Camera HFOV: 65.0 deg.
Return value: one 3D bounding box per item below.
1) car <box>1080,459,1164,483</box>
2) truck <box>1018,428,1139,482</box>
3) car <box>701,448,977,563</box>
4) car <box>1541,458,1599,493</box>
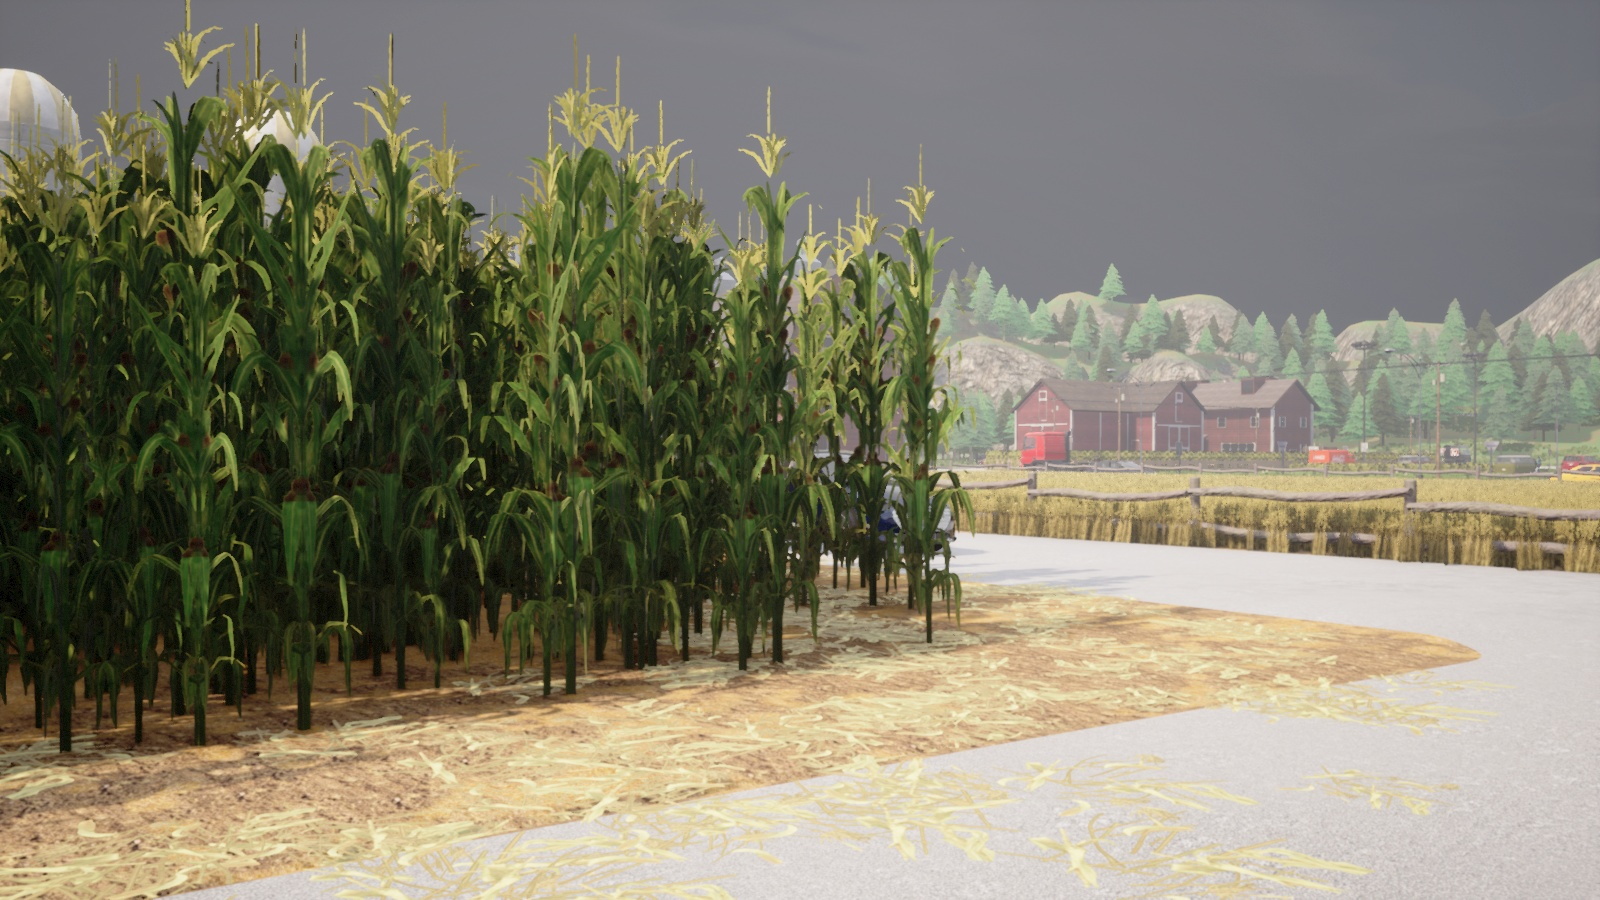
[{"bbox_3d":[20.028,1.282,78.303,2.163,1.488,4.792,0,0,-35],"label":"car"},{"bbox_3d":[18.710,0.321,84.804,2.891,3.462,7.936,0,0,-38],"label":"truck"},{"bbox_3d":[0.489,0.797,20.583,2.033,1.649,4.856,0,0,-35],"label":"car"},{"bbox_3d":[36.017,1.133,56.056,1.801,1.575,5.366,0,0,-15],"label":"car"}]
